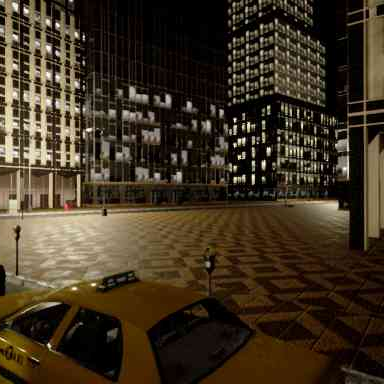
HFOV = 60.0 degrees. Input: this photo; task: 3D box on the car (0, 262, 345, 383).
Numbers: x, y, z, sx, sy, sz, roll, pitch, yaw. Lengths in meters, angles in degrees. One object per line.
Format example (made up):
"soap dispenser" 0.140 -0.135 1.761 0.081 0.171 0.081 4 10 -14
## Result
"car" -0.964 1.525 3.562 4.829 1.417 1.752 0 0 35
